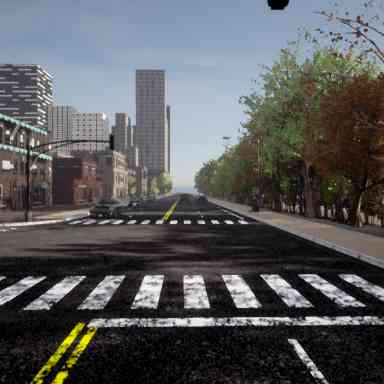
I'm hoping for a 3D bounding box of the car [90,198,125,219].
[{"bbox_3d":[-7.390,1.343,29.326,2.097,1.767,4.553,0,0,1],"label":"car"}]

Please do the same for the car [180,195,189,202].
[{"bbox_3d":[-1.703,1.447,74.225,1.882,1.535,5.008,0,0,-1],"label":"car"}]

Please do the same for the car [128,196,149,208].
[{"bbox_3d":[-7.681,1.476,46.626,2.128,1.511,4.902,0,0,-1],"label":"car"}]

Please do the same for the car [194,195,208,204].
[{"bbox_3d":[1.891,1.453,62.864,1.882,1.535,5.008,0,0,-1],"label":"car"}]

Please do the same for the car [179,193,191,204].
[{"bbox_3d":[-1.376,1.197,63.643,2.150,2.045,5.566,0,0,-1],"label":"car"}]

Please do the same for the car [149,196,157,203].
[{"bbox_3d":[-8.042,1.521,65.961,2.033,1.411,5.357,0,0,-1],"label":"car"}]

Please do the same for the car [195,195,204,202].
[{"bbox_3d":[1.555,1.470,72.970,1.837,1.490,4.892,0,0,-1],"label":"car"}]
